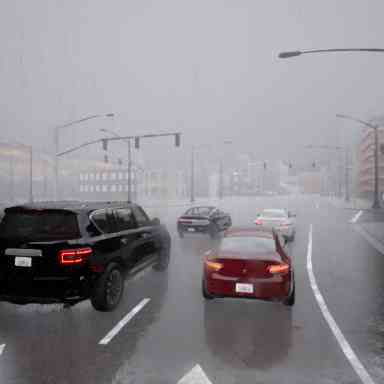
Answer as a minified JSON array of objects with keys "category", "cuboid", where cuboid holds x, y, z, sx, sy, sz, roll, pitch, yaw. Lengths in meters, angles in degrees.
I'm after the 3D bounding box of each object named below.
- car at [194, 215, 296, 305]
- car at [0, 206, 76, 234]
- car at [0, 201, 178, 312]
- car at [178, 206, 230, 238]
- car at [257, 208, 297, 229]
[{"category":"car","cuboid":[1.445,1.526,8.099,1.812,1.442,4.674,0,0,13]},{"category":"car","cuboid":[-9.476,1.601,20.448,1.895,1.301,4.718,0,0,20]},{"category":"car","cuboid":[-2.167,1.221,8.012,2.150,2.045,5.566,0,0,12]},{"category":"car","cuboid":[0.771,1.491,17.263,2.128,1.511,4.902,0,0,19]},{"category":"car","cuboid":[4.178,1.526,16.534,1.812,1.442,4.674,0,0,20]}]
